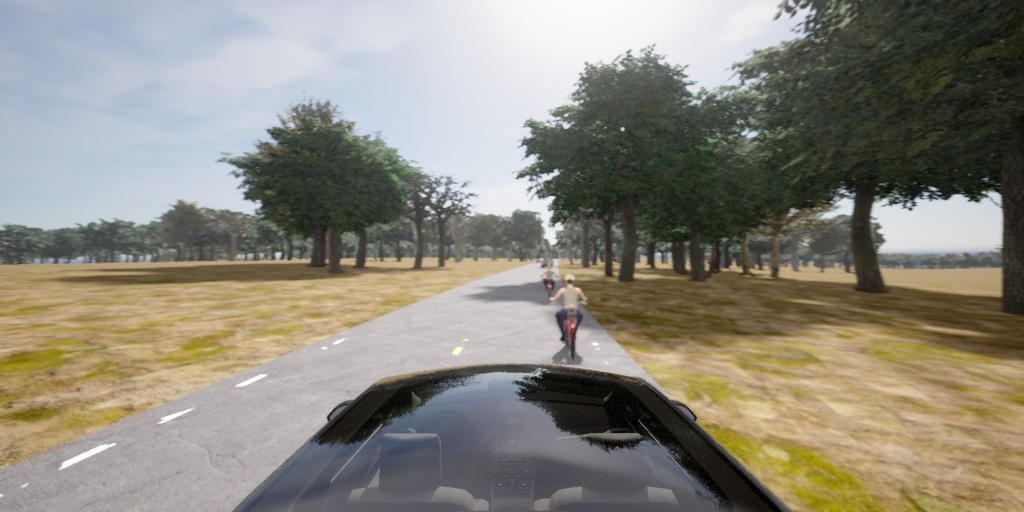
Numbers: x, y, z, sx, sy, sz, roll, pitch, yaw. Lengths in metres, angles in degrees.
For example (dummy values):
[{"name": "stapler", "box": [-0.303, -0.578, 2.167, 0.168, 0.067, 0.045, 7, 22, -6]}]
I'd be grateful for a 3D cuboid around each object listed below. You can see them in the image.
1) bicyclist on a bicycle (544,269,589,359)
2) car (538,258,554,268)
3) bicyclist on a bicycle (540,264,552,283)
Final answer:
[{"name": "bicyclist on a bicycle", "box": [1.177, 1.171, 7.355, 0.866, 1.612, 1.509, -1, 0, 3]}, {"name": "car", "box": [5.838, 1.365, 60.174, 1.895, 1.301, 4.718, -1, 0, 7]}, {"name": "bicyclist on a bicycle", "box": [1.700, 1.168, 16.272, 0.866, 1.612, 1.509, -1, 0, 5]}]
